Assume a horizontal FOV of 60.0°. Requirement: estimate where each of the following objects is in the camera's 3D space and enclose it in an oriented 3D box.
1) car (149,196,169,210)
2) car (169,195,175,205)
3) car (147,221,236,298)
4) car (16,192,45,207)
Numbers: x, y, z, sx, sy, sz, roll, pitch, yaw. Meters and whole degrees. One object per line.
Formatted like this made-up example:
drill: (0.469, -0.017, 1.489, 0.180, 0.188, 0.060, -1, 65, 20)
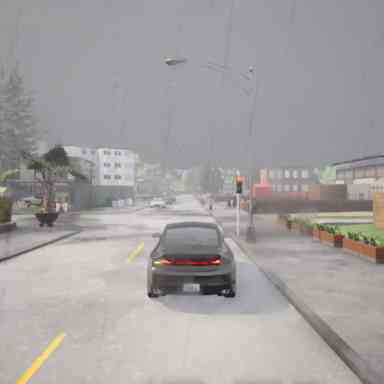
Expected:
car: (-4.462, 1.513, 43.918, 1.812, 1.442, 4.674, 0, 0, 0)
car: (-4.569, 1.474, 58.747, 2.128, 1.511, 4.902, 0, 0, 0)
car: (-0.008, 1.502, 8.495, 1.837, 1.490, 4.892, 0, 0, 0)
car: (-20.111, 0.973, 42.178, 1.905, 1.878, 3.866, 0, 0, 35)
